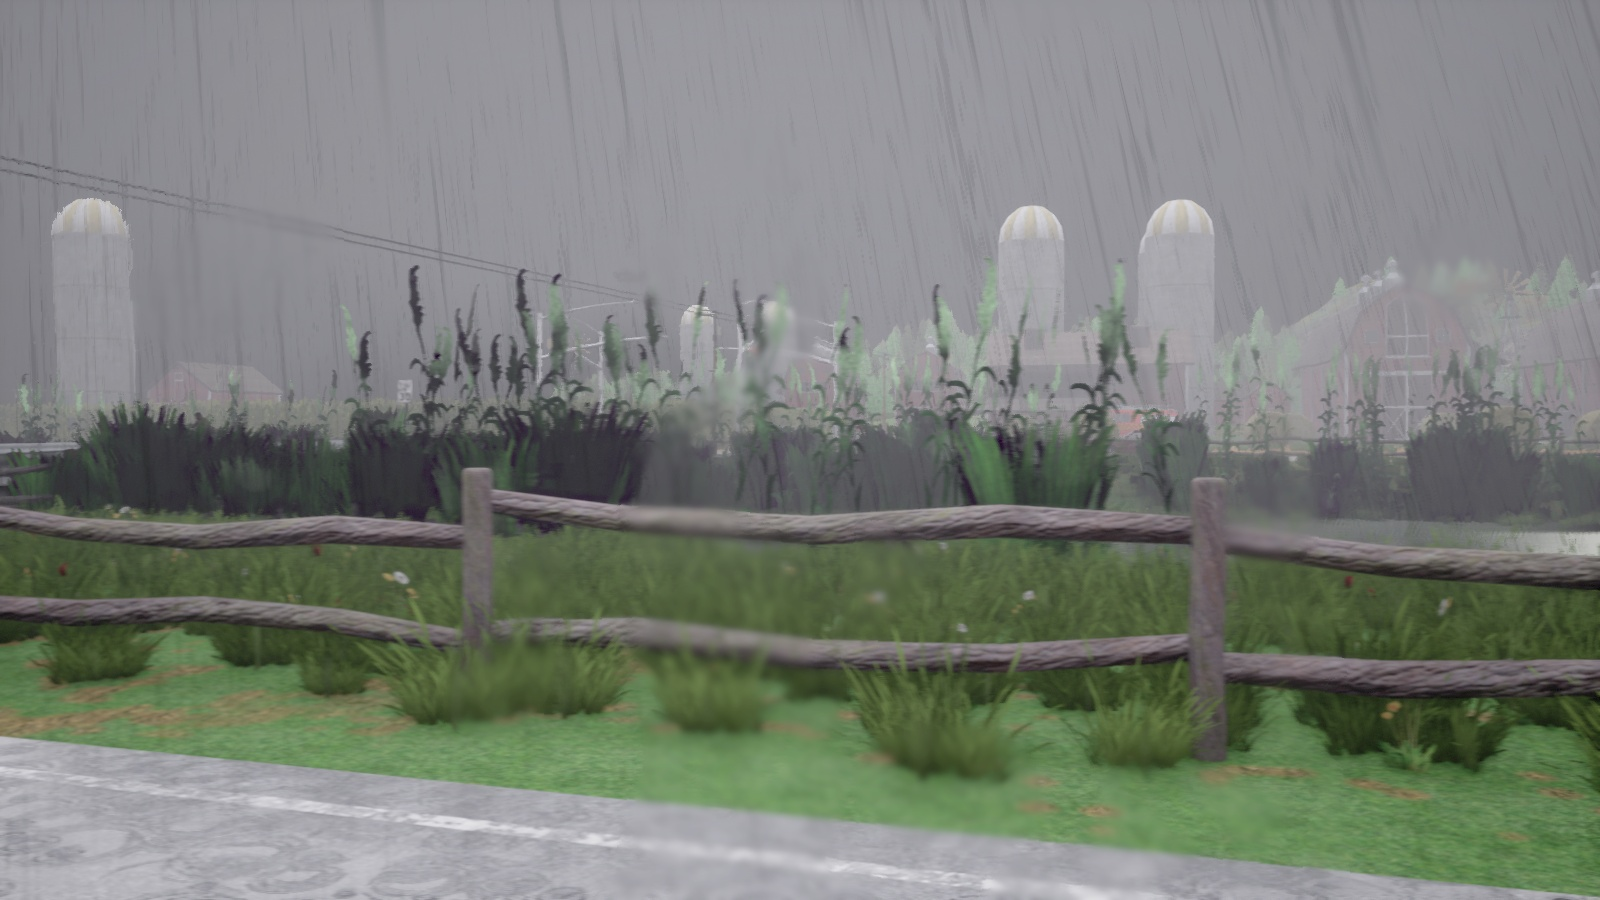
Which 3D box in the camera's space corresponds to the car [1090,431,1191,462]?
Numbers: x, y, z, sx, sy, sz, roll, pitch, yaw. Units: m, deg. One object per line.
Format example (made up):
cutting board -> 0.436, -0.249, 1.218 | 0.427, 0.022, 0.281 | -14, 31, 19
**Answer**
car -> 17.624, -0.187, 65.069 | 5.008, 1.535, 1.882 | 0, 1, 15
